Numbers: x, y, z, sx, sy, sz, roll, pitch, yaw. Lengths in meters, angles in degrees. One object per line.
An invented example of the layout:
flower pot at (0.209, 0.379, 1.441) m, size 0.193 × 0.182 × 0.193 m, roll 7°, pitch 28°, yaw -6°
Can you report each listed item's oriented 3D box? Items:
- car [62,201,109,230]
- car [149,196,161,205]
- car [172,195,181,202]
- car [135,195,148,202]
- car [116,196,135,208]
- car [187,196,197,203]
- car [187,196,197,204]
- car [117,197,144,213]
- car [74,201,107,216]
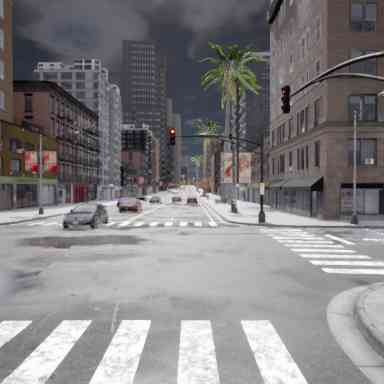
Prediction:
car at (-6.614, 1.488, 21.195) m, size 1.812 × 1.442 × 4.674 m, roll 1°, pitch 0°, yaw 0°
car at (-6.620, 1.466, 59.924) m, size 1.837 × 1.490 × 4.892 m, roll 0°, pitch 0°, yaw 0°
car at (-3.248, 1.433, 70.870) m, size 2.128 × 1.511 × 4.902 m, roll 0°, pitch 0°, yaw 0°
car at (-9.824, 1.261, 65.421) m, size 1.895 × 1.301 × 4.718 m, roll 0°, pitch 0°, yaw 0°
car at (-9.900, 1.453, 49.816) m, size 1.882 × 1.535 × 5.008 m, roll 0°, pitch 0°, yaw 0°
car at (-0.008, 1.495, 71.338) m, size 1.994 × 1.385 × 4.181 m, roll 0°, pitch 0°, yaw 0°
car at (0.032, 1.435, 61.296) m, size 1.882 × 1.535 × 5.008 m, roll 0°, pitch 0°, yaw 0°
car at (-6.641, 1.465, 36.232) m, size 1.882 × 1.535 × 5.008 m, roll 0°, pitch 0°, yaw 0°
car at (-9.887, 1.590, 32.804) m, size 1.895 × 1.301 × 4.718 m, roll 0°, pitch 0°, yaw 0°
